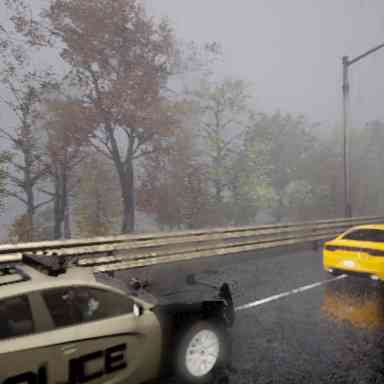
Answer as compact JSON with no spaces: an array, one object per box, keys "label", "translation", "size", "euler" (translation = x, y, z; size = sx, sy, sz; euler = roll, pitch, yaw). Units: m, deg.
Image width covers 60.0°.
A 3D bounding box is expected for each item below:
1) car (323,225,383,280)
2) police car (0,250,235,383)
[{"label":"car","translation":[6.001,1.744,10.276],"size":[5.008,1.535,1.882],"euler":[1,-2,-40]},{"label":"police car","translation":[-1.599,1.556,3.945],"size":[5.238,1.638,1.930],"euler":[1,-2,-40]}]
